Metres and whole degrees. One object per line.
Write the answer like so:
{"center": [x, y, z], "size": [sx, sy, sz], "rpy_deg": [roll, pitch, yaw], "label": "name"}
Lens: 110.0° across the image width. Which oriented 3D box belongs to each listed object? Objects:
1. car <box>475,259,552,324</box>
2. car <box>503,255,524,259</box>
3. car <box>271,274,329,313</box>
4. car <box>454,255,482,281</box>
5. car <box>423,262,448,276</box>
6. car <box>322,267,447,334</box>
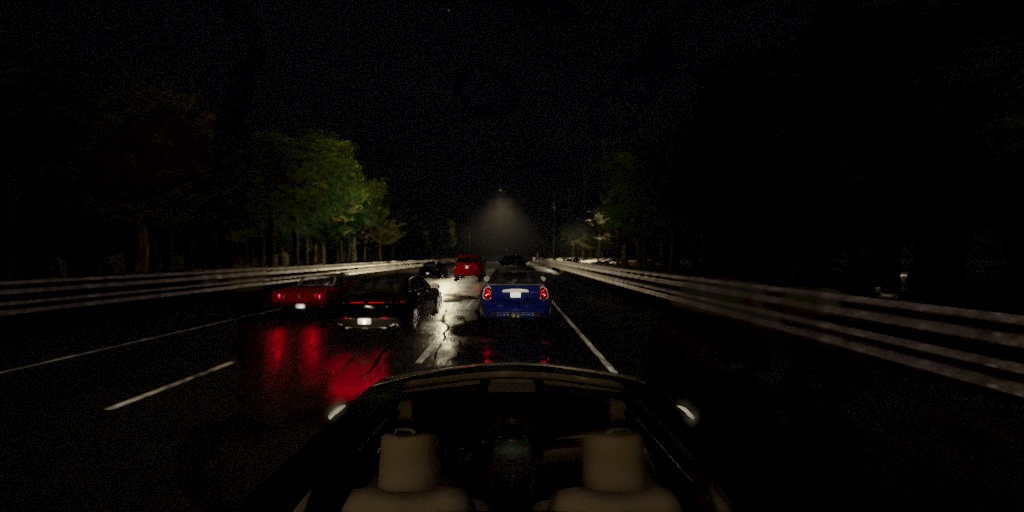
{"center": [0.100, 1.100, 12.045], "size": [2.097, 1.767, 4.553], "rpy_deg": [0, 0, 0], "label": "car"}
{"center": [0.103, 0.950, 29.747], "size": [2.150, 2.045, 5.566], "rpy_deg": [0, 0, 0], "label": "car"}
{"center": [-6.899, 1.349, 13.932], "size": [1.895, 1.301, 4.718], "rpy_deg": [0, 0, 0], "label": "car"}
{"center": [-3.397, 0.951, 29.744], "size": [2.150, 2.045, 5.566], "rpy_deg": [0, 0, 0], "label": "car"}
{"center": [-6.911, 1.251, 31.659], "size": [1.812, 1.442, 4.674], "rpy_deg": [0, 0, 0], "label": "car"}
{"center": [-3.399, 1.254, 10.682], "size": [1.837, 1.490, 4.892], "rpy_deg": [0, 0, 0], "label": "car"}
